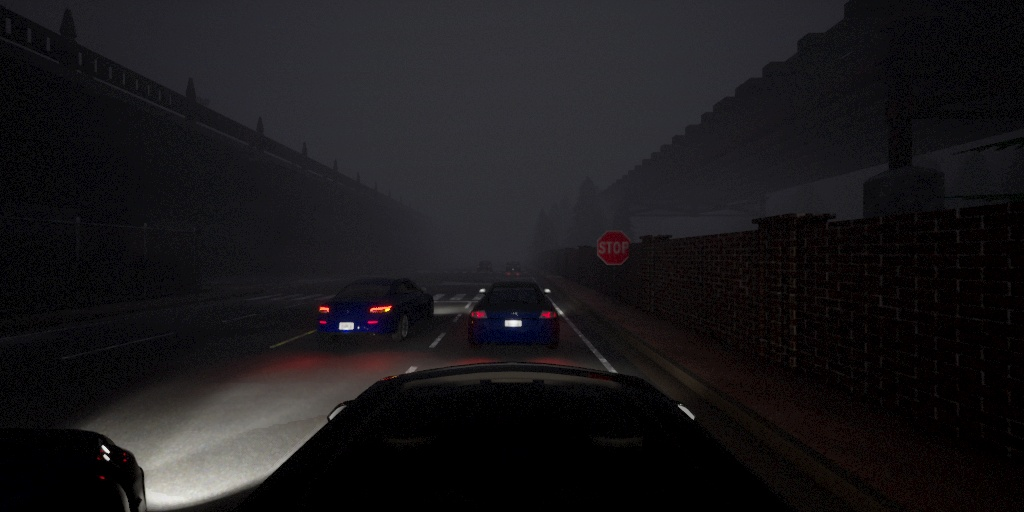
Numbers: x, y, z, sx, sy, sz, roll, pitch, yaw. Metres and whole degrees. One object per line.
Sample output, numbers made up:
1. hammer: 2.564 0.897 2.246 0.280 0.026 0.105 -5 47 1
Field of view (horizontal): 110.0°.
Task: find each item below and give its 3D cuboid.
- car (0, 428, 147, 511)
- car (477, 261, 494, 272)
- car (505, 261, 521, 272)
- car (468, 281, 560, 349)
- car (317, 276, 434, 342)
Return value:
1. car: -3.398 1.314 0.584 1.994 1.385 4.181 0 0 0
2. car: -3.392 1.291 45.817 2.033 1.411 5.357 0 0 -1
3. car: 0.103 1.345 45.975 1.895 1.301 4.718 0 0 -1
4. car: 0.070 1.313 9.157 1.994 1.385 4.181 0 0 1
5. car: -3.411 1.275 9.680 1.812 1.442 4.674 0 0 0
